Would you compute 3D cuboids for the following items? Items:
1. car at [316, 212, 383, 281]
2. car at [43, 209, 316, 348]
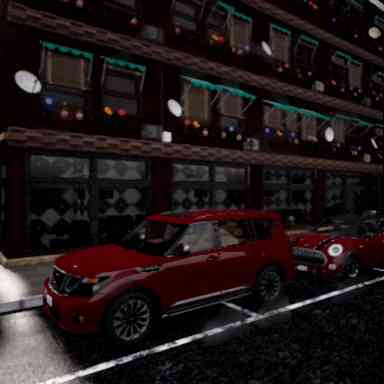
[{"bbox_3d":[4.486,1.432,9.760,4.097,1.590,1.967,0,0,-36],"label":"car"},{"bbox_3d":[-0.101,1.312,6.486,5.009,1.841,2.192,0,0,-36],"label":"car"}]
